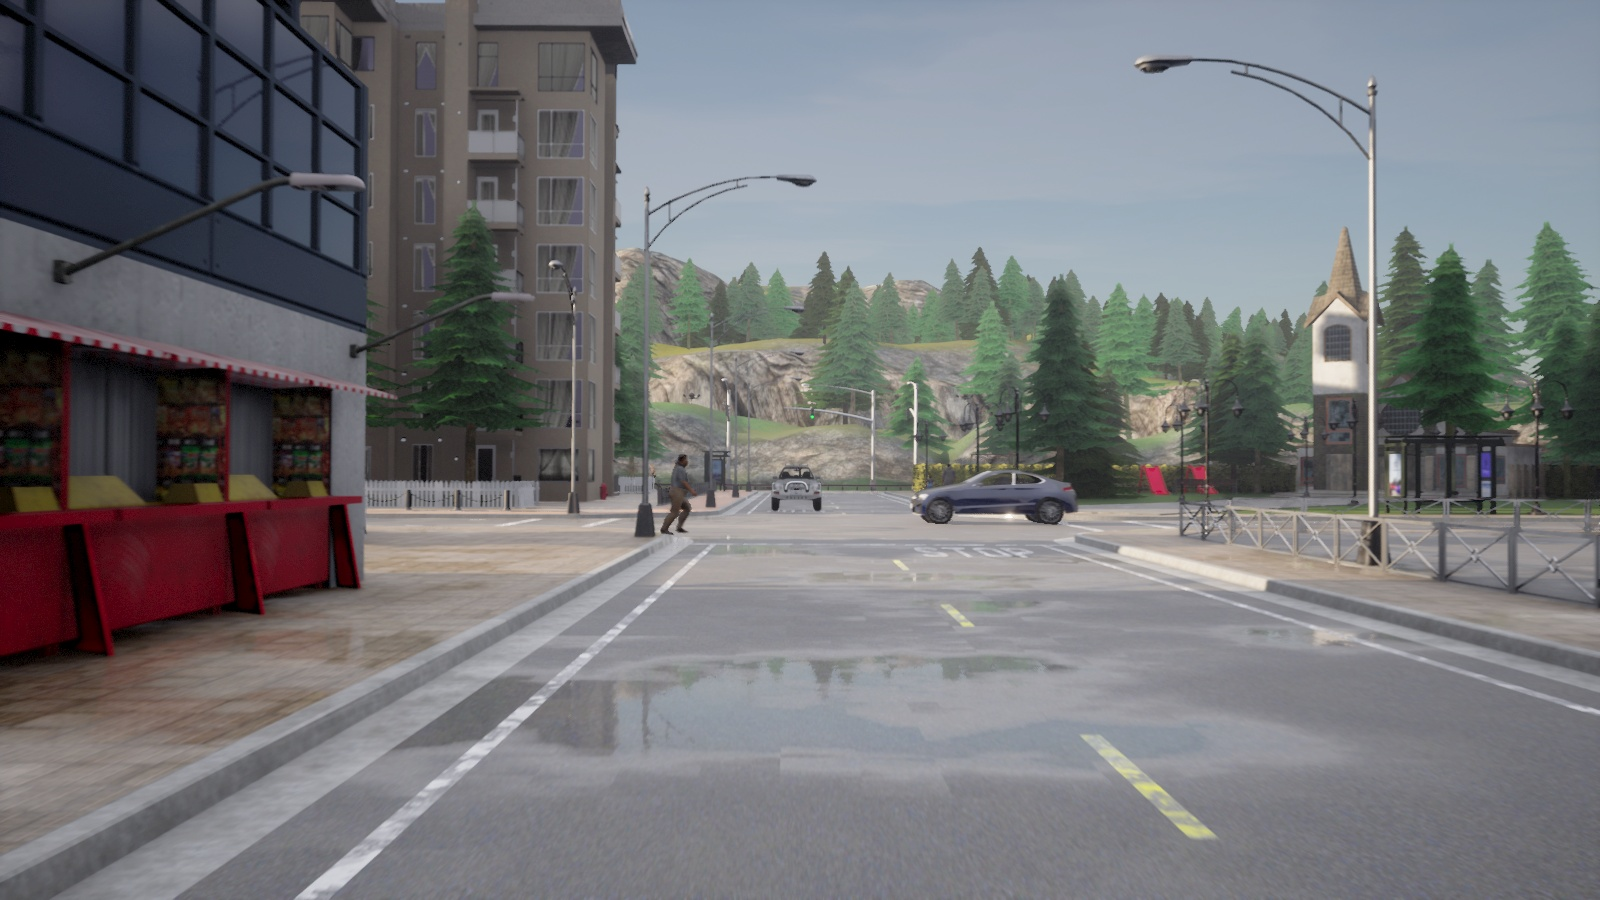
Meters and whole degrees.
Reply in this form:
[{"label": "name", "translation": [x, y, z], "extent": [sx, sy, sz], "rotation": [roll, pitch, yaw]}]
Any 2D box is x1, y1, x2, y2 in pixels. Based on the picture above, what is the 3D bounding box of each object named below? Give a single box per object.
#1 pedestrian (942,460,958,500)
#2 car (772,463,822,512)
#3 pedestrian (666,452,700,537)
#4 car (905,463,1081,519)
[{"label": "pedestrian", "translation": [7.440, 1.492, 62.476], "extent": [0.659, 1.952, 0.873], "rotation": [0, -1, -2]}, {"label": "car", "translation": [-0.130, 1.473, 50.218], "extent": [1.932, 1.855, 4.605], "rotation": [0, -1, 0]}, {"label": "pedestrian", "translation": [-2.593, 0.978, 27.738], "extent": [0.694, 1.848, 0.540], "rotation": [0, -1, -11]}, {"label": "car", "translation": [5.829, 1.226, 38.376], "extent": [5.027, 1.651, 2.152], "rotation": [0, -1, -1]}]
